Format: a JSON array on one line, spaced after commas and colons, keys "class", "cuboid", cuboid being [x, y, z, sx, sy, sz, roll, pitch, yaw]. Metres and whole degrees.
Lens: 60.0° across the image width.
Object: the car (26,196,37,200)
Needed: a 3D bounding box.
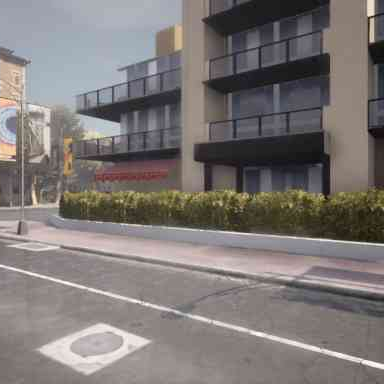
[{"class": "car", "cuboid": [-36.639, 1.481, 72.056, 4.892, 1.521, 2.231, 0, 0, 35]}]
